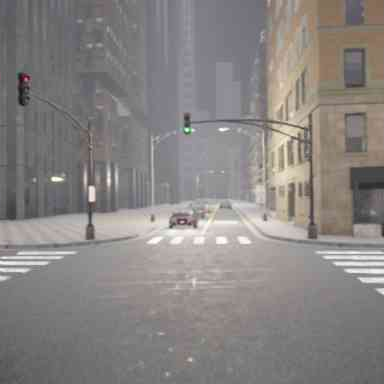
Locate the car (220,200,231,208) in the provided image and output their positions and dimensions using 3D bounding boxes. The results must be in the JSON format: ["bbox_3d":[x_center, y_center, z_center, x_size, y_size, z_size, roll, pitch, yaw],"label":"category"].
[{"bbox_3d":[6.473,2.275,64.833,1.994,1.385,4.181,-1,-1,5],"label":"car"}]

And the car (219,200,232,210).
[{"bbox_3d":[5.540,2.187,54.928,1.994,1.385,4.181,-1,-1,5],"label":"car"}]

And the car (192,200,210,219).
[{"bbox_3d":[0.417,1.933,34.634,2.128,1.511,4.902,-1,-1,6],"label":"car"}]

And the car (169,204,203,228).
[{"bbox_3d":[-0.517,1.891,24.824,1.994,1.385,4.181,-1,-1,5],"label":"car"}]
